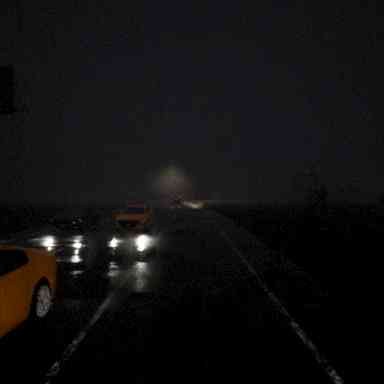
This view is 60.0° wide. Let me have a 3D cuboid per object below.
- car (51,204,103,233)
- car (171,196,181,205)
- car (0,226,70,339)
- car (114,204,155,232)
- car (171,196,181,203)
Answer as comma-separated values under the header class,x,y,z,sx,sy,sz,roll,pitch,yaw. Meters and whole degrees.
class,x,y,z,sx,sy,sz,roll,pitch,yaw
car,-7.033,1.565,20.713,1.882,1.535,5.008,0,0,1
car,-3.074,1.798,63.751,1.895,1.301,4.718,0,0,-3
car,-3.564,1.498,4.446,1.882,1.535,5.008,0,-1,0
car,-3.530,1.566,21.084,1.882,1.535,5.008,0,0,0
car,-3.472,1.598,73.761,1.994,1.385,4.181,0,0,0
